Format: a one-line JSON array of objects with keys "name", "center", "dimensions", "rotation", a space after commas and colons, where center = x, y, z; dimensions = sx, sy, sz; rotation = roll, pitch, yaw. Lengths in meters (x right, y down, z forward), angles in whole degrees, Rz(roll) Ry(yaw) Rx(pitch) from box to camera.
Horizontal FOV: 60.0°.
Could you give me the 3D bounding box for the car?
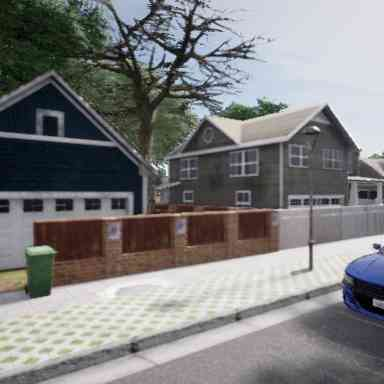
[{"name": "car", "center": [4.977, 1.470, 6.619], "dimensions": [5.008, 1.535, 1.882], "rotation": [0, 0, -35]}]
